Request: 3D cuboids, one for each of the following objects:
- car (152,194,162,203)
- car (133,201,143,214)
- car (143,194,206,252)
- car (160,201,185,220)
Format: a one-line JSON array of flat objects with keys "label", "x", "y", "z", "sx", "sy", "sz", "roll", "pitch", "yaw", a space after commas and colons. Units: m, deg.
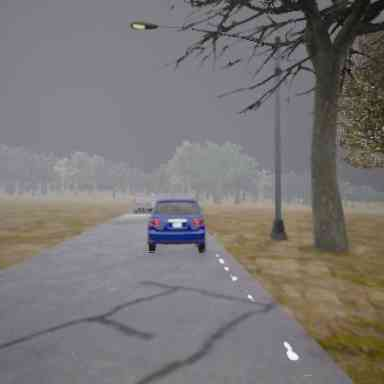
[{"label": "car", "x": -8.202, "y": 1.410, "z": 78.710, "sx": 2.150, "sy": 2.045, "sz": 5.566, "roll": 0, "pitch": -1, "yaw": -4}, {"label": "car", "x": -5.442, "y": 1.719, "z": 37.058, "sx": 1.994, "sy": 1.385, "sz": 4.181, "roll": 0, "pitch": 0, "yaw": -4}, {"label": "car", "x": -0.680, "y": 1.232, "z": 14.091, "sx": 2.150, "sy": 2.045, "sz": 5.566, "roll": 0, "pitch": 0, "yaw": -4}, {"label": "car", "x": -1.788, "y": 1.586, "z": 30.373, "sx": 2.128, "sy": 1.511, "sz": 4.902, "roll": 0, "pitch": 0, "yaw": -4}]
